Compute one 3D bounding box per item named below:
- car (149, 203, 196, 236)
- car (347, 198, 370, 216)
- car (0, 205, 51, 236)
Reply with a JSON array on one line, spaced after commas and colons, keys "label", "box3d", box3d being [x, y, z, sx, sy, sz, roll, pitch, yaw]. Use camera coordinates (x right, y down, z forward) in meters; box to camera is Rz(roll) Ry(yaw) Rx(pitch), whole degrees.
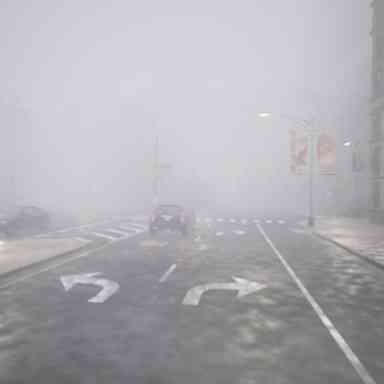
[{"label": "car", "box3d": [-1.008, 1.426, 19.387, 2.097, 1.767, 4.553, 1, 0, 7]}, {"label": "car", "box3d": [21.690, 1.806, 40.080, 5.566, 2.045, 2.150, 1, 0, 9]}, {"label": "car", "box3d": [-9.428, 1.440, 17.925, 1.812, 1.442, 4.674, 1, 0, 8]}]
